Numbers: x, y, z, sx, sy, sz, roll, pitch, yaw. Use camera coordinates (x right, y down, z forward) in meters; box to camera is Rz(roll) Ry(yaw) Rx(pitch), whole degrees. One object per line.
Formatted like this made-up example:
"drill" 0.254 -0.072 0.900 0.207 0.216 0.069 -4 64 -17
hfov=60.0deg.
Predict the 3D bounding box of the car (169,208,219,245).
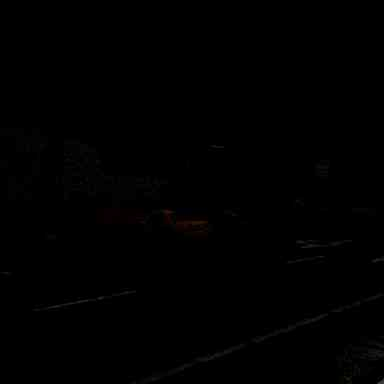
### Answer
"car" -1.686 1.501 15.532 5.366 1.575 1.946 -1 -1 34

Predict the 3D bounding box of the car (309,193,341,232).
"car" 5.853 1.265 20.634 5.566 2.045 2.435 -1 -1 35

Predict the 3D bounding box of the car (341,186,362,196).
"car" 25.639 0.132 52.580 2.002 1.452 4.674 7 3 35

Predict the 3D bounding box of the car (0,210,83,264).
"car" -6.445 1.523 11.952 4.792 1.488 2.163 -1 -1 34

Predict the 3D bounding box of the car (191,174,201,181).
"car" 3.092 -3.703 84.518 2.435 2.045 5.566 7 3 34

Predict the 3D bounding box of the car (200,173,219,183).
"car" 4.947 -3.181 82.262 1.946 1.575 5.366 7 3 34

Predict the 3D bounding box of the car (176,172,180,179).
"car" -2.215 -4.367 91.793 2.435 2.045 5.566 1 -1 34

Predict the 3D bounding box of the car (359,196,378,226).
"car" 10.795 1.400 24.063 4.553 1.767 2.185 -1 -1 35

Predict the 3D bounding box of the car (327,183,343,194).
"car" 23.944 -0.430 55.049 2.435 2.045 5.566 7 3 35

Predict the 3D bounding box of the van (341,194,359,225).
"van" 8.389 1.294 22.308 4.442 1.987 1.878 -1 -1 35

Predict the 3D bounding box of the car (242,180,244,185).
"car" 11.811 -2.048 72.300 2.002 1.452 4.674 7 3 35

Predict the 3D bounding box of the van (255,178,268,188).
"van" 15.225 -1.768 67.254 1.878 1.987 4.442 7 4 35

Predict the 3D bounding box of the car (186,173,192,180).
"car" 1.294 -3.855 86.981 2.185 1.767 4.553 6 3 34

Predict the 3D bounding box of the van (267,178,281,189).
"van" 16.958 -1.495 64.786 1.878 1.987 4.442 7 4 35

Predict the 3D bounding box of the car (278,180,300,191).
"car" 18.722 -0.997 62.426 2.231 1.521 4.892 7 3 35

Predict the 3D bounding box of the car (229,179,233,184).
"car" 10.064 -2.322 74.760 2.002 1.452 4.674 7 3 35

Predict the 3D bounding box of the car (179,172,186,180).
"car" -0.440 -4.090 89.448 2.185 1.767 4.553 4 1 33

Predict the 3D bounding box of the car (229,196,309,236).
"car" 3.342 1.260 18.925 5.566 2.045 2.435 -1 -1 35

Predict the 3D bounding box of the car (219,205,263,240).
"car" 0.918 1.546 17.164 4.674 1.452 2.002 -1 -1 35

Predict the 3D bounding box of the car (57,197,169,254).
"car" -4.003 1.246 13.701 5.566 2.045 2.435 -1 -1 34

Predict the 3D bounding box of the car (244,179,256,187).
"car" 13.646 -1.816 69.983 1.946 1.575 5.366 7 3 35
